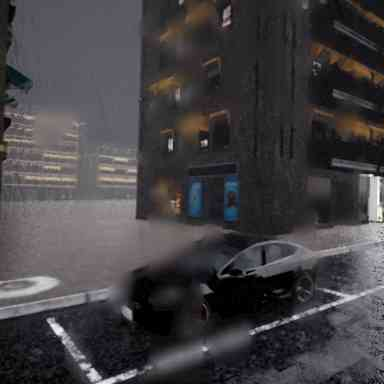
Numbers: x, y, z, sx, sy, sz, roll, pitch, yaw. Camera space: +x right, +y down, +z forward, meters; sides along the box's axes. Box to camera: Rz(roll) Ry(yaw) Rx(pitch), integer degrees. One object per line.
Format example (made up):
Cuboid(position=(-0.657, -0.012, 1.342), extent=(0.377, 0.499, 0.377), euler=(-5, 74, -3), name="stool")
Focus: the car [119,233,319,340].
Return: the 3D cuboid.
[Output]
Cuboid(position=(0.746, 1.564, 6.601), extent=(4.313, 1.339, 1.947), euler=(0, 2, -35), name="car")
